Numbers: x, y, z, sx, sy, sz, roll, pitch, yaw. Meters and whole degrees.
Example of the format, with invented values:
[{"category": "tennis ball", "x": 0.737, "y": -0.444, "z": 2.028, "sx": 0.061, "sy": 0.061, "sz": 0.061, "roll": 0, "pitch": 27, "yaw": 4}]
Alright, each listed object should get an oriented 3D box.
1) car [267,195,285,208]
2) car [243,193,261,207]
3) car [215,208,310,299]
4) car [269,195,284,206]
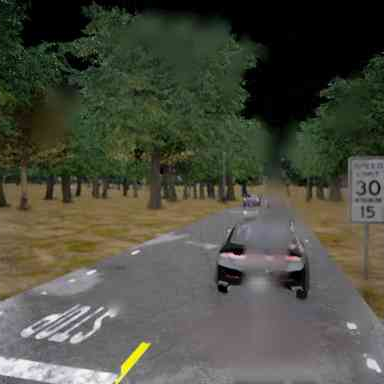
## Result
[{"category": "car", "x": 9.725, "y": 1.178, "z": 38.383, "sx": 1.994, "sy": 1.385, "sz": 4.181, "roll": 0, "pitch": 0, "yaw": 15}, {"category": "car", "x": 7.846, "y": 0.946, "z": 43.171, "sx": 2.097, "sy": 1.767, "sz": 4.553, "roll": 0, "pitch": 0, "yaw": 15}, {"category": "car", "x": 1.810, "y": 1.389, "z": 8.311, "sx": 2.128, "sy": 1.511, "sz": 4.902, "roll": 0, "pitch": 1, "yaw": 15}, {"category": "car", "x": 12.221, "y": 1.129, "z": 48.029, "sx": 2.033, "sy": 1.411, "sz": 5.357, "roll": 0, "pitch": 0, "yaw": 15}]
